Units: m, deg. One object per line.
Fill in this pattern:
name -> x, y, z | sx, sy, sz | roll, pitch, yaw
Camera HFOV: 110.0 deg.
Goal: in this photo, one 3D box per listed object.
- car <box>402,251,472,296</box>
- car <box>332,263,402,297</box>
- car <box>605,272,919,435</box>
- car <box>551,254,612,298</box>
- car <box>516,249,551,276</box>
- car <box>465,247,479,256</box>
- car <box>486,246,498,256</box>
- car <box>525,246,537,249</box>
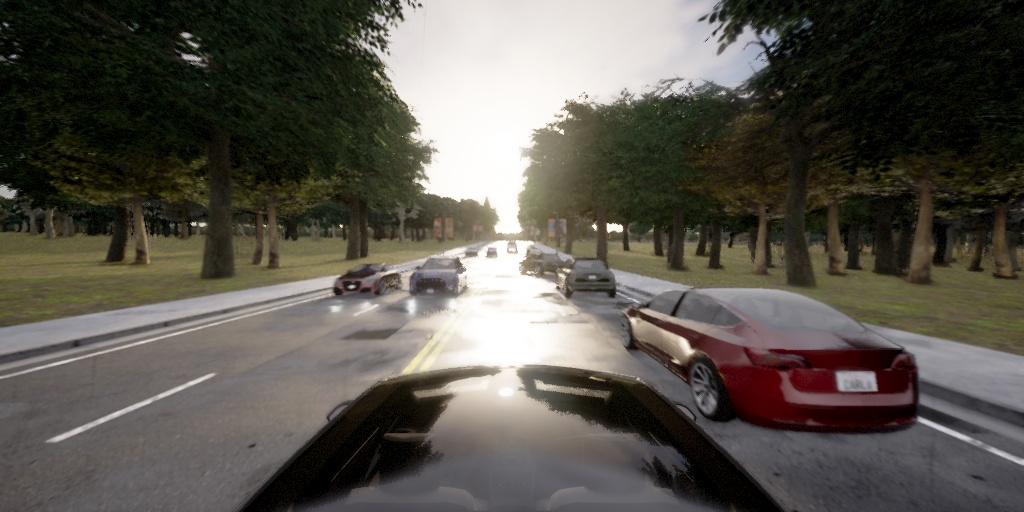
car -> -3.340, 0.815, 16.987 | 2.097, 1.767, 4.553 | 0, 1, 0
car -> -6.592, 1.033, 16.752 | 1.994, 1.385, 4.181 | 0, 1, 0
car -> 3.251, 1.192, 5.721 | 2.163, 1.488, 4.792 | 0, 1, 0
car -> 3.251, 0.823, 16.652 | 2.097, 1.767, 4.553 | 0, 1, 0
car -> 2.325, 0.546, 28.978 | 2.097, 1.767, 4.553 | -1, 2, -23
car -> -6.521, -0.780, 59.237 | 1.837, 1.490, 4.892 | 0, 4, 0
car -> -3.275, -0.815, 59.253 | 1.882, 1.535, 5.008 | 0, 4, 0
car -> 3.253, -0.172, 49.668 | 2.163, 1.488, 4.792 | 0, 3, 0
